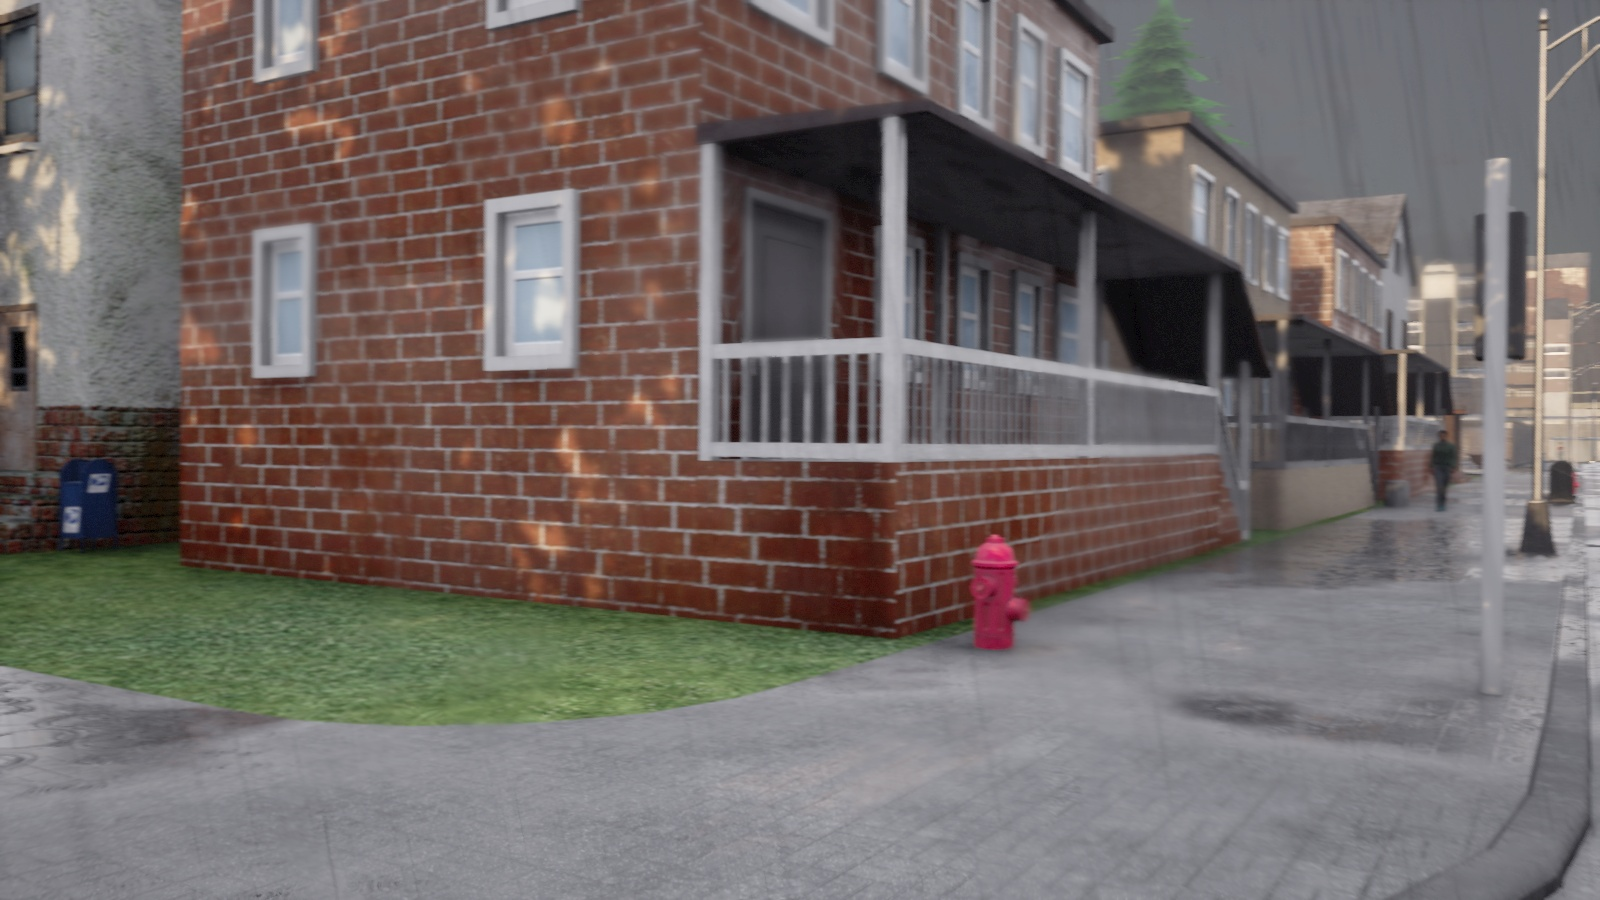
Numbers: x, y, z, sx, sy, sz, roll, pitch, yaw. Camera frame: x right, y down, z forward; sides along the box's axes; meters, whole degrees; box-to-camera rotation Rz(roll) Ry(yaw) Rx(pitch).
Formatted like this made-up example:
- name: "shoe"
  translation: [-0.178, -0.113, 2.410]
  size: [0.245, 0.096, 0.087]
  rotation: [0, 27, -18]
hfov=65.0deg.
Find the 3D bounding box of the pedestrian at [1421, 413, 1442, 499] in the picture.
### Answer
- name: "pedestrian"
  translation: [13.711, 0.126, 27.253]
  size: [0.353, 1.847, 0.614]
  rotation: [0, 1, 31]
